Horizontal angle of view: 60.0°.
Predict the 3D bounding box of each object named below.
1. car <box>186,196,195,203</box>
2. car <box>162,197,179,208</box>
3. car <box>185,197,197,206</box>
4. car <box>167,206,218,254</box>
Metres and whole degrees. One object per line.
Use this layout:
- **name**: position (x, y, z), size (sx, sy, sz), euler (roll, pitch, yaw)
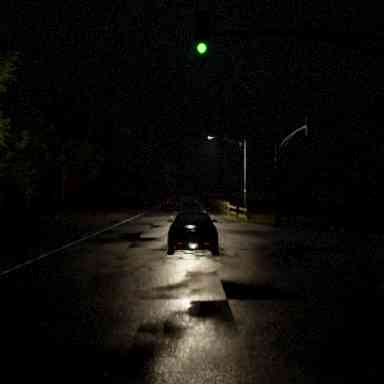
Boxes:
- **car**: position (-0.358, 1.794, 76.463), size (1.882, 1.535, 5.008), euler (0, 0, 0)
- **car**: position (-3.647, 1.761, 52.267), size (2.033, 1.411, 5.357), euler (0, 0, 0)
- **car**: position (-0.163, 1.798, 55.907), size (1.994, 1.385, 4.181), euler (0, 0, 0)
- **car**: position (0.029, 1.567, 13.745), size (1.837, 1.490, 4.892), euler (0, 0, 0)
